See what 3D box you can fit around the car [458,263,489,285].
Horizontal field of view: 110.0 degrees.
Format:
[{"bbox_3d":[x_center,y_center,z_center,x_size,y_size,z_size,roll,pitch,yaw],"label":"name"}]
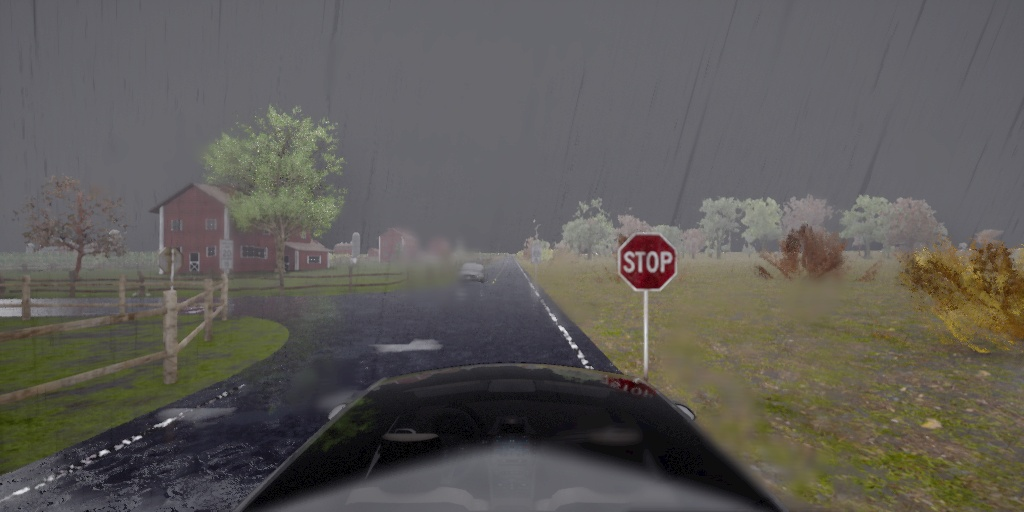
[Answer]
[{"bbox_3d":[-2.760,1.271,26.312,1.837,1.490,4.892,0,0,0],"label":"car"}]
